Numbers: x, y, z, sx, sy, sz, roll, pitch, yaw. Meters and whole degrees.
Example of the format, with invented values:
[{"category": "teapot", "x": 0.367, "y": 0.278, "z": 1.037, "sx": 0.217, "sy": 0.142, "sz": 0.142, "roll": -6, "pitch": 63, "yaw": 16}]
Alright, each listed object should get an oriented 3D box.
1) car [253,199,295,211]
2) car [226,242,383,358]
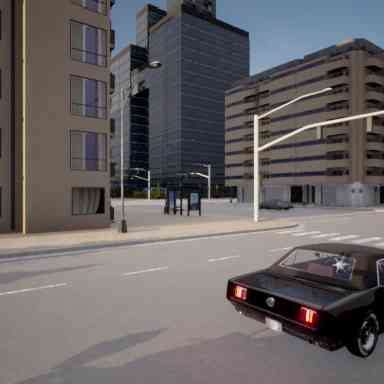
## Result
[{"category": "car", "x": 10.238, "y": 1.603, "z": 41.880, "sx": 2.033, "sy": 1.411, "sz": 5.357, "roll": 0, "pitch": 0, "yaw": -38}, {"category": "car", "x": 2.954, "y": 1.601, "z": 6.035, "sx": 4.718, "sy": 1.301, "sz": 1.895, "roll": 0, "pitch": 0, "yaw": -36}]
